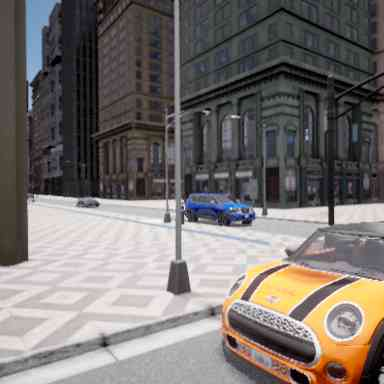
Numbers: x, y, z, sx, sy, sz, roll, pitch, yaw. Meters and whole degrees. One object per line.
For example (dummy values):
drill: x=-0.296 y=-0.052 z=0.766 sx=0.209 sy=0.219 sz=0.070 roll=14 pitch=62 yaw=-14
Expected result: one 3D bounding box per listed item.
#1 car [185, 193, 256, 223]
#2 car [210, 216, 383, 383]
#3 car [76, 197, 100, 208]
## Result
car: x=1.724 y=1.114 z=22.414 sx=2.150 sy=2.045 sz=5.566 roll=-1 pitch=0 yaw=-35
car: x=2.620 y=1.306 z=5.125 sx=4.553 sy=1.767 sz=2.097 roll=0 pitch=0 yaw=-35
car: x=-14.041 y=1.400 z=44.630 sx=2.033 sy=1.411 sz=5.357 roll=-1 pitch=0 yaw=-35
